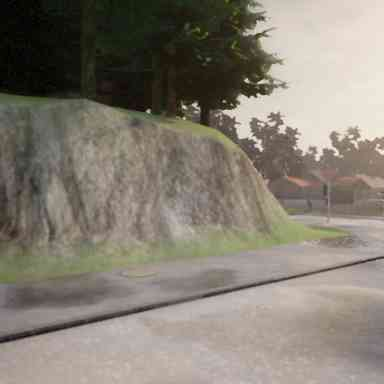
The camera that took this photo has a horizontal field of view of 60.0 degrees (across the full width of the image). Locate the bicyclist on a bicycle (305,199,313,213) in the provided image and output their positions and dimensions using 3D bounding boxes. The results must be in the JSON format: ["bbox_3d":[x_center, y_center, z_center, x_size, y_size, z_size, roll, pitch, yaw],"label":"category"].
[{"bbox_3d":[13.559,1.675,38.492,1.656,1.620,0.582,0,0,-36],"label":"bicyclist on a bicycle"}]
